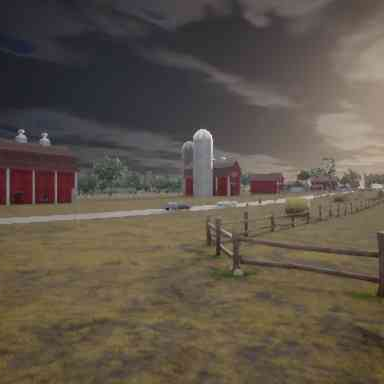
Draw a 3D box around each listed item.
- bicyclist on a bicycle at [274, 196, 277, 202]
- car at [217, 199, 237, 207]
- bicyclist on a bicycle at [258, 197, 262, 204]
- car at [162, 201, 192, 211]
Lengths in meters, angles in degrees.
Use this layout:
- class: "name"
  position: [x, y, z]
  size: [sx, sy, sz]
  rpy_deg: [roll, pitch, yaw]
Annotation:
- class: "bicyclist on a bicycle"
  position: [19.772, 1.660, 78.789]
  size: [0.866, 1.612, 1.509]
  rpy_deg: [-1, 0, 35]
- class: "car"
  position: [6.544, 2.027, 61.405]
  size: [1.895, 1.301, 4.718]
  rpy_deg: [0, 0, 35]
- class: "bicyclist on a bicycle"
  position: [14.581, 1.792, 71.446]
  size: [0.582, 1.620, 1.656]
  rpy_deg: [0, 0, 35]
- class: "car"
  position: [-2.144, 2.030, 49.140]
  size: [2.033, 1.411, 5.357]
  rpy_deg: [0, 0, 35]
